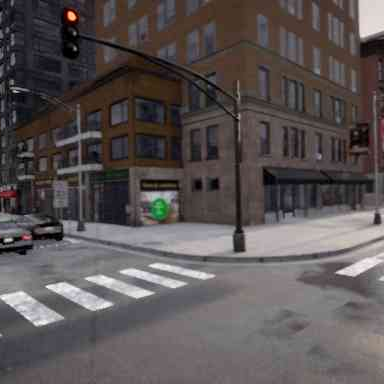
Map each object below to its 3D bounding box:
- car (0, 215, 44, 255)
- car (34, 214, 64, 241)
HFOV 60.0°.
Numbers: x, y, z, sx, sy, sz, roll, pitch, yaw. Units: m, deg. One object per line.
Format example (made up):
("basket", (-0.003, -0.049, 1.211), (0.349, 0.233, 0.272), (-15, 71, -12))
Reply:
("car", (-8.059, 1.757, 13.299), (2.033, 1.411, 5.357), (-1, 0, -44))
("car", (-7.969, 1.779, 16.839), (1.947, 1.339, 4.313), (-1, 0, -43))
